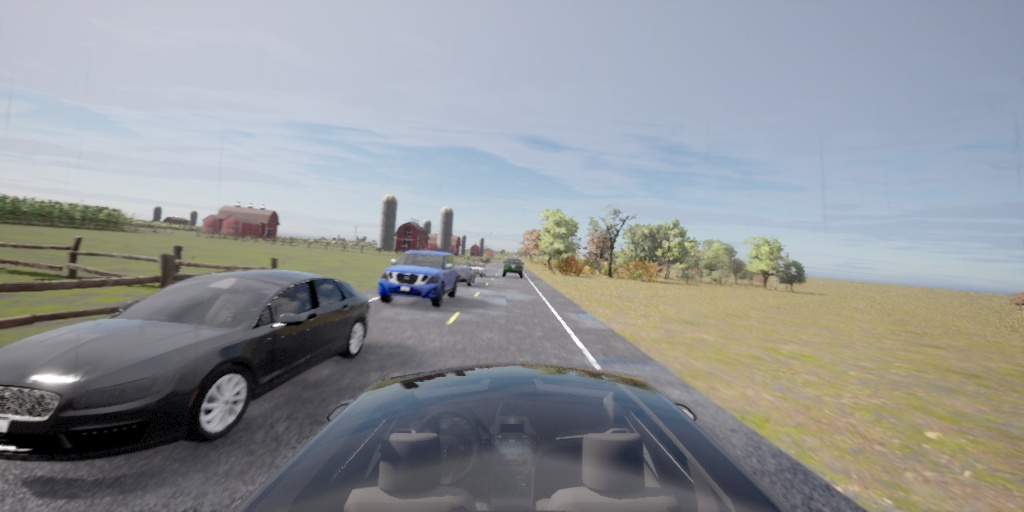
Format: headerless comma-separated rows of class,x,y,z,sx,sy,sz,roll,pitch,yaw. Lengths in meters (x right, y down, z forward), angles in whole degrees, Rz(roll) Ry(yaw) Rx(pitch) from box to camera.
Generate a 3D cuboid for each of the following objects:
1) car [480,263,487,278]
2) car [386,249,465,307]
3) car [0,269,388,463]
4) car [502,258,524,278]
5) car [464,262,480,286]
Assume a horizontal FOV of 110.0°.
car,-3.544,1.297,34.527,1.895,1.301,4.718,5,0,1
car,-3.579,0.774,14.852,2.150,2.045,5.566,5,0,0
car,-3.633,0.984,4.995,1.837,1.490,4.892,5,0,1
car,0.133,1.253,39.925,2.150,2.045,5.566,5,0,1
car,-3.584,1.185,24.394,1.994,1.385,4.181,5,0,0
